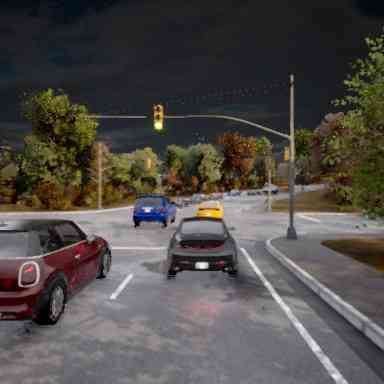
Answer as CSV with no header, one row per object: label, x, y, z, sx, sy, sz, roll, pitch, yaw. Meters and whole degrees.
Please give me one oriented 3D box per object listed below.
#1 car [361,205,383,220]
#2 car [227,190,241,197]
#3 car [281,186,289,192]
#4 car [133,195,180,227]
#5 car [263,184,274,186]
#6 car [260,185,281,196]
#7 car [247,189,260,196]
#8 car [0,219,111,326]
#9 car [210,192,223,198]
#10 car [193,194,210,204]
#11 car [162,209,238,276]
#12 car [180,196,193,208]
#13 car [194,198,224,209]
car,16.098,1.451,26.819,4.902,1.511,2.128,-1,0,3
car,9.351,0.223,73.247,1.812,1.442,4.674,0,4,28
car,22.963,-0.762,81.291,1.882,1.535,5.008,0,4,37
car,-2.454,1.233,22.832,2.150,2.045,5.566,0,0,5
car,19.365,-0.989,82.302,2.150,2.045,5.566,0,4,37
car,17.265,-0.054,72.860,1.882,1.535,5.008,0,4,32
car,13.934,0.059,74.111,1.994,1.385,4.181,0,4,32
car,-3.288,1.354,7.253,2.097,1.767,4.553,0,0,1
car,4.685,0.827,64.167,1.812,1.442,4.674,0,3,23
car,0.896,1.090,54.872,2.097,1.767,4.553,0,2,20
car,0.328,1.511,10.371,1.837,1.490,4.892,0,0,2
car,-1.805,1.521,46.498,1.994,1.385,4.181,0,1,16
car,1.556,1.494,27.165,1.882,1.535,5.008,0,0,7
